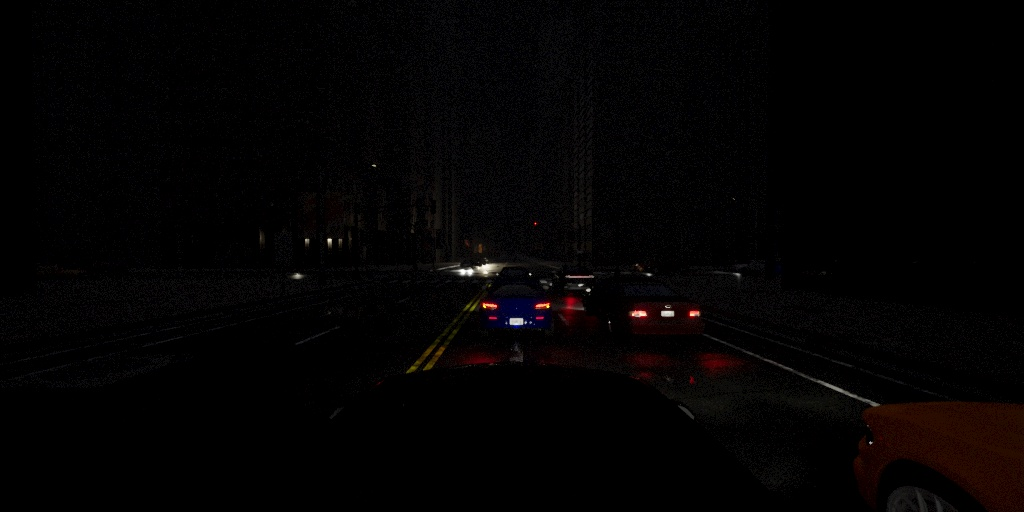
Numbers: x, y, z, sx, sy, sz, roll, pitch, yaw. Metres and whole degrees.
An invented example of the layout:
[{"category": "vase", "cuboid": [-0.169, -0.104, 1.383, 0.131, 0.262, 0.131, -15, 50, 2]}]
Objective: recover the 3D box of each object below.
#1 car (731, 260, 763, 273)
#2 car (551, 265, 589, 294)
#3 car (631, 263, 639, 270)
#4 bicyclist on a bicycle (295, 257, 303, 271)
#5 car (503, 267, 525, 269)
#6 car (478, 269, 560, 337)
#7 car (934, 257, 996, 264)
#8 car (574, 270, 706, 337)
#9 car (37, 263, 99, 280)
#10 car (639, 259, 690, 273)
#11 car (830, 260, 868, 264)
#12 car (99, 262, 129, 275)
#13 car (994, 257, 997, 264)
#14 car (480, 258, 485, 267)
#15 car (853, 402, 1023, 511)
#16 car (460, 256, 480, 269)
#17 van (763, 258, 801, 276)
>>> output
[{"category": "car", "cuboid": [27.669, 1.184, 41.114, 4.674, 1.442, 1.812, 0, 1, 0]}, {"category": "car", "cuboid": [3.352, 1.230, 20.016, 2.128, 1.511, 4.902, 0, 0, 0]}, {"category": "car", "cuboid": [16.701, 1.071, 43.870, 4.097, 1.591, 1.967, 0, 0, 0]}, {"category": "bicyclist on a bicycle", "cuboid": [-25.870, 1.003, 43.619, 0.582, 1.620, 1.656, 0, 1, 0]}, {"category": "car", "cuboid": [0.100, 1.286, 19.744, 2.033, 1.411, 5.357, 0, 0, 0]}, {"category": "car", "cuboid": [0.095, 1.272, 10.170, 1.812, 1.442, 4.674, 0, 0, 0]}, {"category": "car", "cuboid": [43.854, 1.169, 35.181, 4.097, 1.591, 1.967, 0, 0, 0]}, {"category": "car", "cuboid": [3.353, 1.294, 10.268, 2.033, 1.411, 5.357, 0, 0, 0]}, {"category": "car", "cuboid": [-40.820, 1.451, 32.239, 4.829, 1.417, 1.751, 0, 0, 0]}, {"category": "car", "cuboid": [17.730, 1.148, 41.190, 5.008, 1.535, 1.882, 0, 1, 0]}, {"category": "car", "cuboid": [32.974, 1.321, 35.247, 4.207, 1.307, 1.802, 0, 0, 0]}, {"category": "car", "cuboid": [-46.410, 1.364, 40.762, 4.507, 1.381, 1.888, 0, 0, 0]}, {"category": "car", "cuboid": [49.295, 1.046, 35.148, 5.009, 1.841, 2.192, 0, 0, 0]}, {"category": "car", "cuboid": [-6.524, 1.061, 64.212, 2.097, 1.767, 4.553, 0, 0, 0]}, {"category": "car", "cuboid": [3.348, 1.228, 0.444, 1.882, 1.535, 5.008, 0, 0, 0]}, {"category": "car", "cuboid": [-6.551, 1.207, 53.502, 2.128, 1.511, 4.902, 0, 0, 1]}, {"category": "van", "cuboid": [27.533, 1.086, 35.280, 3.998, 1.789, 1.690, 0, 0, 0]}]
